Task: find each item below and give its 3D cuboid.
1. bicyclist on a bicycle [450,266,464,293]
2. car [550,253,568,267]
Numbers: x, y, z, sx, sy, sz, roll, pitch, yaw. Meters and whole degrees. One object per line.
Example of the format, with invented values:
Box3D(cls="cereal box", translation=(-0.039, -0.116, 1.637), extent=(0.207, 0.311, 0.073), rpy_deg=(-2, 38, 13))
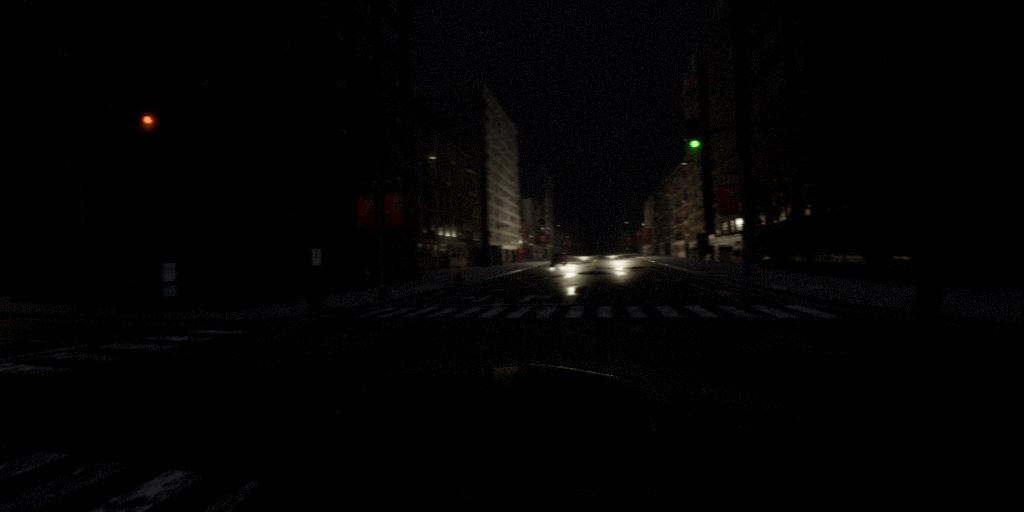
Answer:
Box3D(cls="bicyclist on a bicycle", translation=(-3.320, 1.417, 22.096), extent=(0.866, 1.612, 1.509), rpy_deg=(-2, 0, 14))
Box3D(cls="car", translation=(7.288, 0.547, 55.071), extent=(2.150, 2.045, 5.566), rpy_deg=(-2, 0, 14))
